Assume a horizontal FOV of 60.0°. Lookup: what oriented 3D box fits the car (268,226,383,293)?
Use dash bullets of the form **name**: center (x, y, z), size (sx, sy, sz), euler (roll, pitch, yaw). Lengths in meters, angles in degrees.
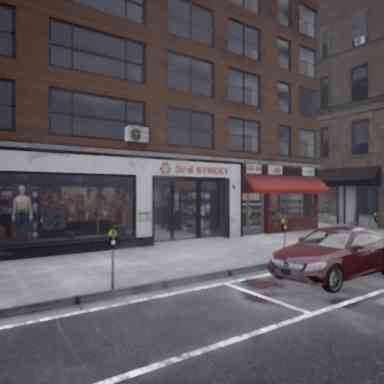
- **car**: center (3.869, 1.588, 8.783), size (4.206, 1.307, 1.802), euler (0, 0, -34)
